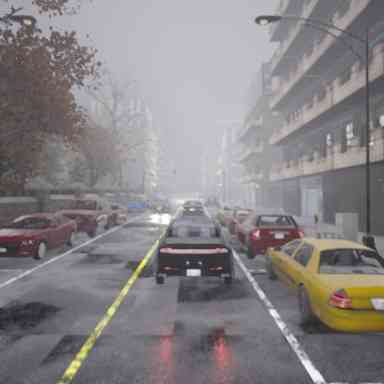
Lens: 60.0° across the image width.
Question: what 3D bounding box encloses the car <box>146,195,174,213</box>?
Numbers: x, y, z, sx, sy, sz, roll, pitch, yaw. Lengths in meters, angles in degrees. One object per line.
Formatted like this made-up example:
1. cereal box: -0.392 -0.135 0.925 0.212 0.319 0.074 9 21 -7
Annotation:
1. car: -3.101 1.333 34.000 2.128 1.511 4.902 0 0 0

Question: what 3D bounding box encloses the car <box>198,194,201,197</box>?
1. car: 2.700 1.156 88.839 1.947 1.339 4.313 1 0 0

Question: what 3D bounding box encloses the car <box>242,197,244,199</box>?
1. car: 13.639 1.242 77.025 4.097 1.590 1.967 0 -1 1

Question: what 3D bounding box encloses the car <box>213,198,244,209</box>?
1. car: 2.703 1.415 23.446 1.752 1.417 4.829 1 0 0

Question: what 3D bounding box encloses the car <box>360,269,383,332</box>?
1. car: 2.703 1.538 1.182 1.887 1.381 4.507 1 0 0

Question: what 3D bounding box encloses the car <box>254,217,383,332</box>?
1. car: 2.703 1.492 6.876 1.752 1.417 4.829 1 0 0

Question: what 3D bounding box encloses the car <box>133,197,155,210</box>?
1. car: -5.662 1.380 39.847 1.947 1.339 4.313 1 0 0

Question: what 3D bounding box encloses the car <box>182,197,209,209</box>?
1. car: 0.081 1.414 28.501 2.033 1.411 5.357 0 0 0

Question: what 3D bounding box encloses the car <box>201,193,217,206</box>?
1. car: 2.673 1.229 45.369 1.967 1.590 4.097 1 0 0

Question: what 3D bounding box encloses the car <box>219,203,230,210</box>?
1. car: 2.702 1.498 17.753 1.802 1.307 4.206 1 0 0

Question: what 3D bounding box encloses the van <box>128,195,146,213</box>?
1. van: -5.683 1.181 34.322 1.690 1.788 3.998 1 0 0

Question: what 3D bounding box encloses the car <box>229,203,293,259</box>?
1. car: 2.705 1.382 12.230 1.967 1.590 4.097 1 0 0

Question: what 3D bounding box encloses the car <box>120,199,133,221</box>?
1. car: -5.678 1.436 23.277 1.887 1.381 4.507 1 0 0

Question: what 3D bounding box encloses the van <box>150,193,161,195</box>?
1. van: -5.641 1.105 50.893 1.690 1.788 3.998 1 0 0

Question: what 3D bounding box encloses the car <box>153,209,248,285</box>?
1. car: 0.055 1.448 9.341 2.128 1.511 4.902 0 0 0

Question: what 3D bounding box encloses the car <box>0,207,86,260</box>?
1. car: -5.677 1.487 12.230 1.887 1.381 4.507 1 0 0

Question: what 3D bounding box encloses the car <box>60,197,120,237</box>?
1. car: -5.673 1.232 17.752 2.192 1.841 5.009 1 0 0

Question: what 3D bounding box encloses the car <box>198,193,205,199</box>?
1. car: 2.700 1.116 94.482 2.008 1.369 4.403 1 0 0
